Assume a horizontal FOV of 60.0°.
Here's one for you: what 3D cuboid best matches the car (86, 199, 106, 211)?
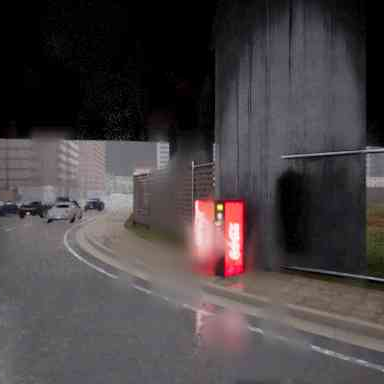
[{"bbox_3d":[-11.697,1.526,40.102,1.812,1.442,4.674,0,0,-8],"label":"car"}]

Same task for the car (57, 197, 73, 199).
[{"bbox_3d":[-15.242,1.352,40.241,2.097,1.767,4.553,0,0,-7],"label":"car"}]

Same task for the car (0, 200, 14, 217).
[{"bbox_3d":[-17.721,1.525,30.752,1.812,1.442,4.674,0,0,-8],"label":"car"}]

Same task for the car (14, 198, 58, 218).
[{"bbox_3d":[-13.823,1.505,29.771,1.837,1.490,4.892,0,0,-8],"label":"car"}]

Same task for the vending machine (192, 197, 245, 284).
[{"bbox_3d":[0.708,1.195,8.803,1.100,2.100,0.880,0,0,-42],"label":"vending machine"}]

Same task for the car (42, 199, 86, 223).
[{"bbox_3d":[-9.718,1.525,25.641,1.812,1.442,4.674,0,0,-9],"label":"car"}]
